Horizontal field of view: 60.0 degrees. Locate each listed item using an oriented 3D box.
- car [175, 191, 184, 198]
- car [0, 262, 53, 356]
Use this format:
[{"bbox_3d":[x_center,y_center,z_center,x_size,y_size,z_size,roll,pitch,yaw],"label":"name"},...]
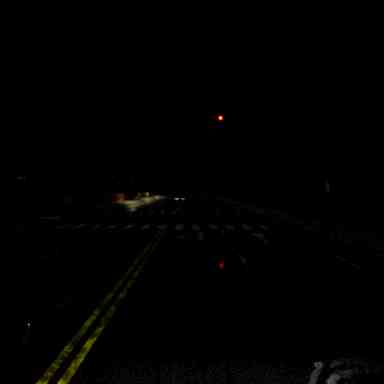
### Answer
[{"bbox_3d":[-3.228,0.655,88.710,2.150,2.045,5.566,0,0,0],"label":"car"},{"bbox_3d":[-3.251,1.531,3.277,2.033,1.411,5.357,0,0,0],"label":"car"}]
